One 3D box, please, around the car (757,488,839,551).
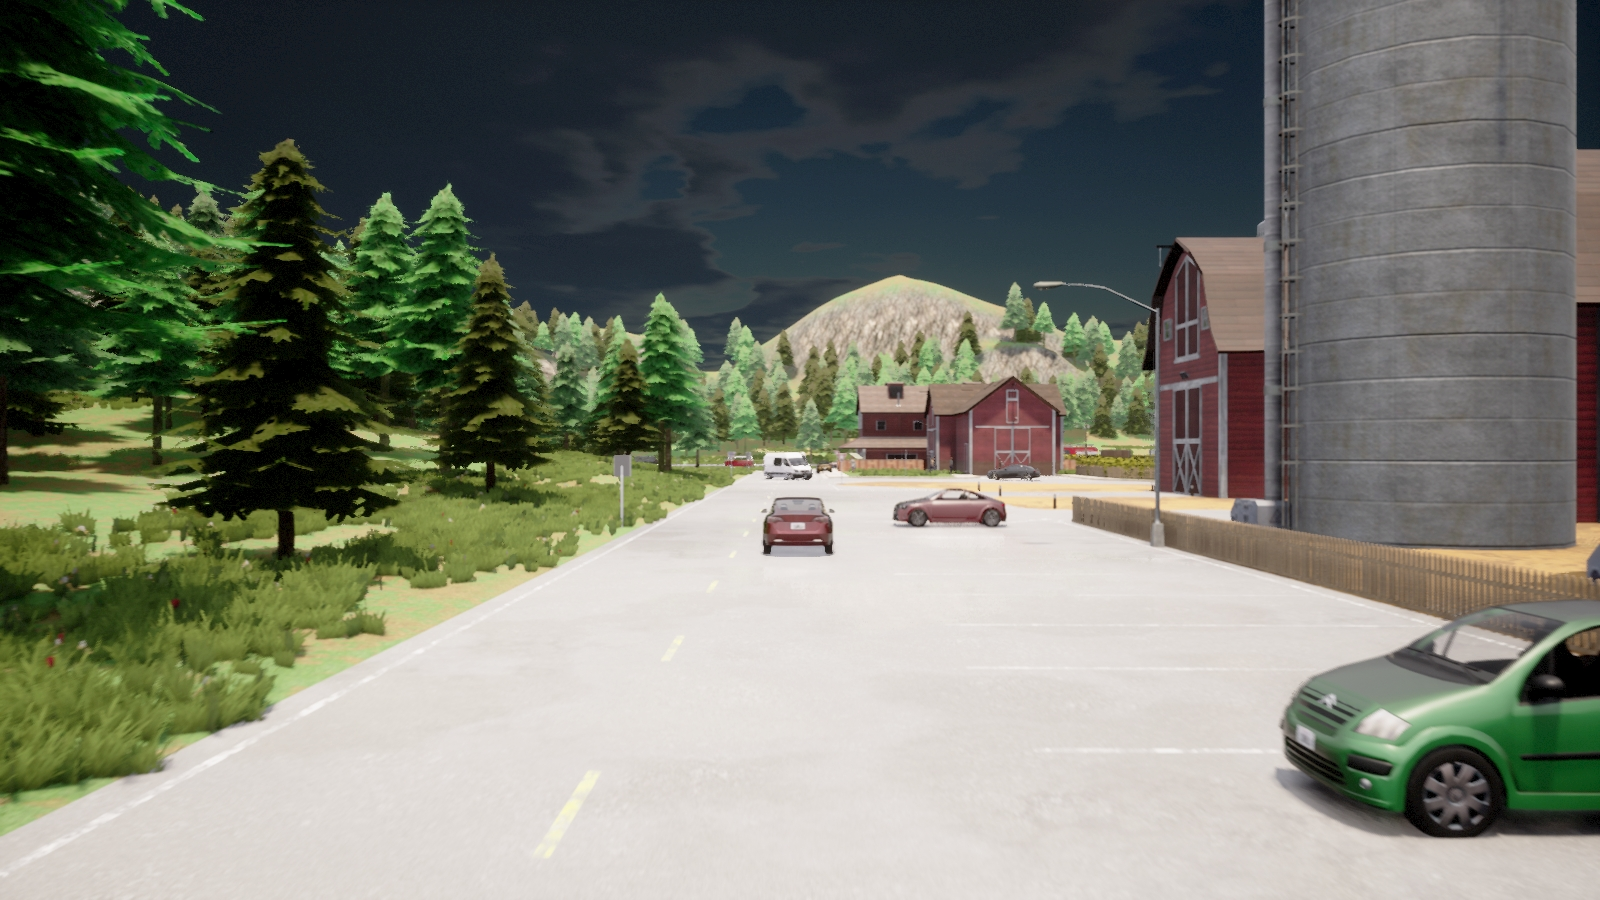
[{"bbox_3d":[-0.056,1.924,32.655,2.163,1.488,4.792,0,0,0],"label":"car"}]
